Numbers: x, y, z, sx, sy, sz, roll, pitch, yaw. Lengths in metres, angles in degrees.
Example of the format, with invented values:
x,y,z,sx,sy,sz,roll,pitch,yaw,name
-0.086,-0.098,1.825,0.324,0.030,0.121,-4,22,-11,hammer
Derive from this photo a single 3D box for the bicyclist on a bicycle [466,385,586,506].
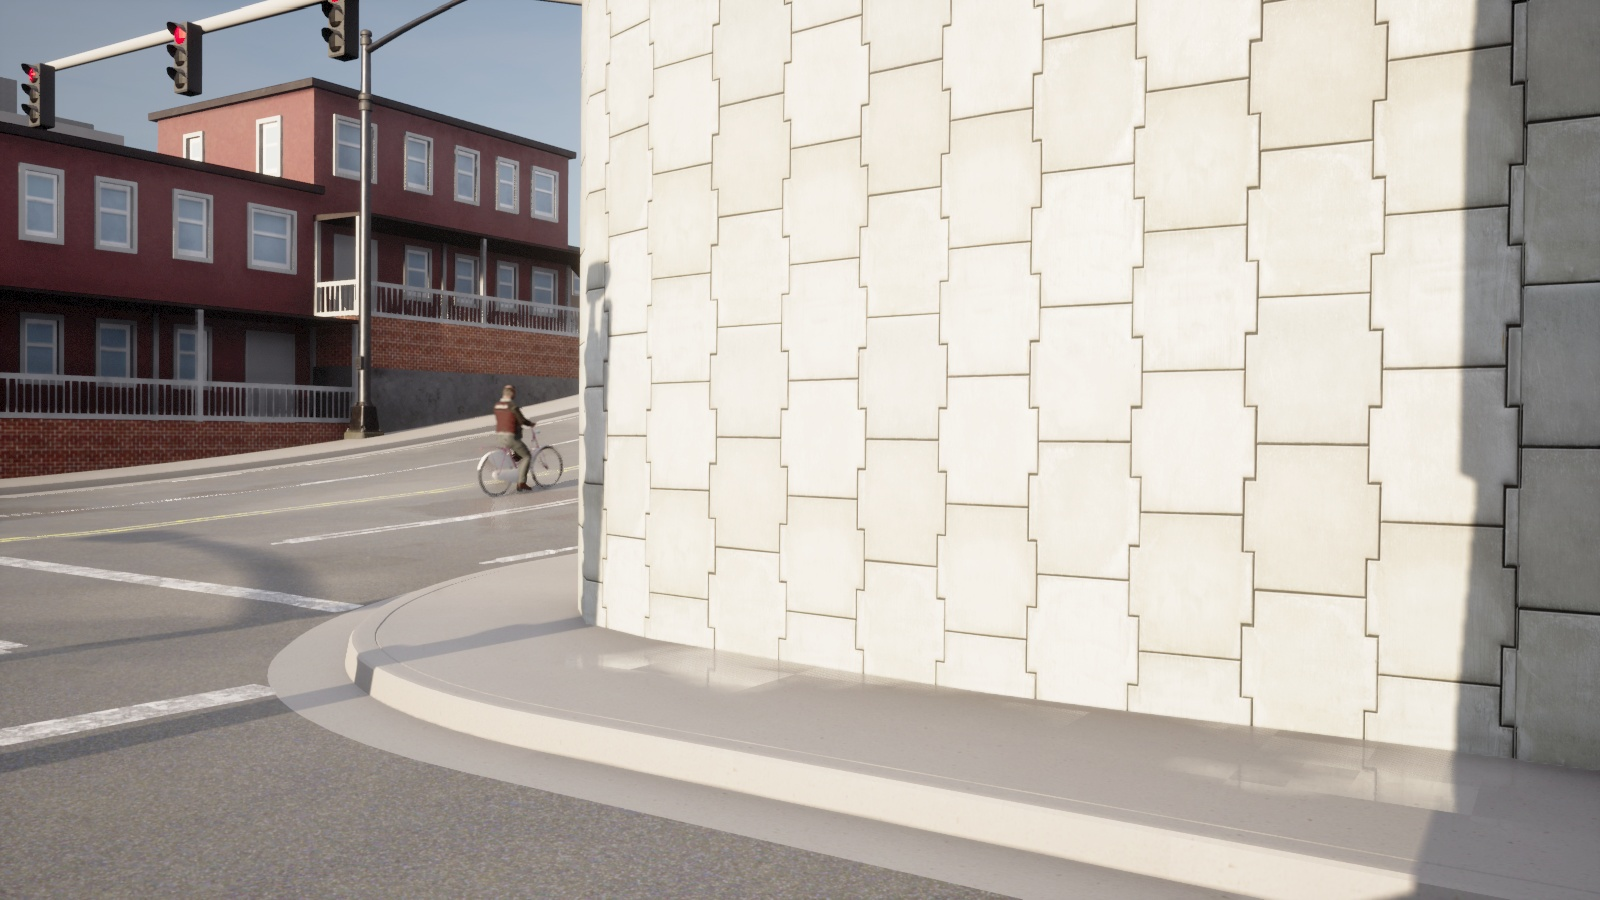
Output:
x,y,z,sx,sy,sz,roll,pitch,yaw,name
-4.419,-0.104,20.394,0.659,1.776,1.843,0,6,33,bicyclist on a bicycle
